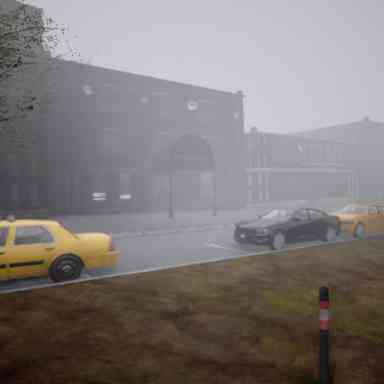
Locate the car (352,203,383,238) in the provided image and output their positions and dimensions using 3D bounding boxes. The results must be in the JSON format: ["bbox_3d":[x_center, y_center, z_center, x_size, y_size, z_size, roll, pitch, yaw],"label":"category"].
[{"bbox_3d":[8.454,1.340,16.696,5.008,1.535,2.097,0,0,-33],"label":"car"}]

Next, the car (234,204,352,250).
[{"bbox_3d":[3.941,1.340,13.469,5.008,1.535,2.097,0,0,-33],"label":"car"}]

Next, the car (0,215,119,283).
[{"bbox_3d":[-4.404,1.318,7.511,5.366,1.575,1.946,0,0,-33],"label":"car"}]
